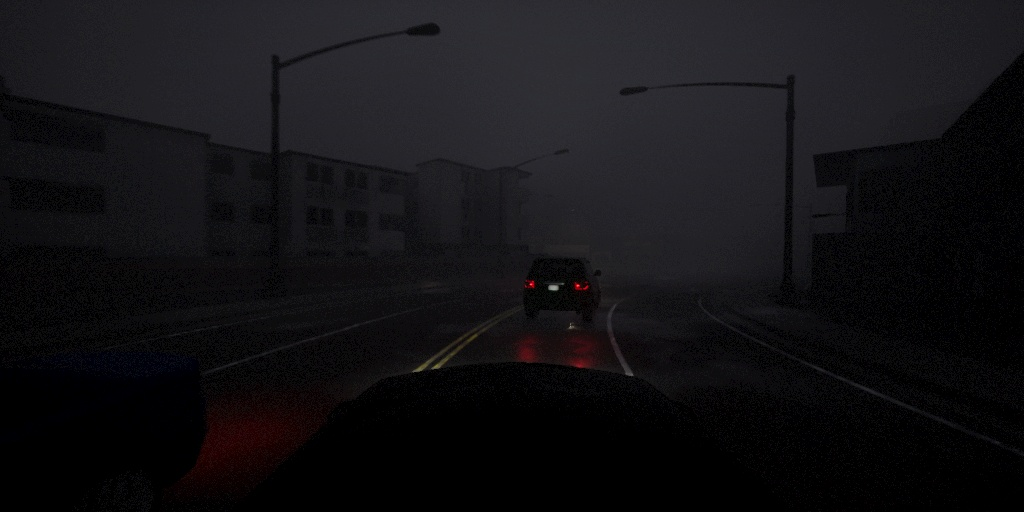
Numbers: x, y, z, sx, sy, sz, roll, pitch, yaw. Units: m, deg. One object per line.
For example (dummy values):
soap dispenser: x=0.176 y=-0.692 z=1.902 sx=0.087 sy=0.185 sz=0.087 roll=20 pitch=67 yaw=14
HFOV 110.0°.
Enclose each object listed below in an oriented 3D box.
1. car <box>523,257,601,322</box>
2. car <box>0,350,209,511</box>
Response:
car: x=1.987 y=1.079 z=13.148 sx=2.150 sy=2.045 sz=5.566 roll=0 pitch=-1 yaw=16
car: x=-3.438 y=1.196 z=0.791 sx=1.882 sy=1.535 sz=5.008 roll=0 pitch=0 yaw=1
